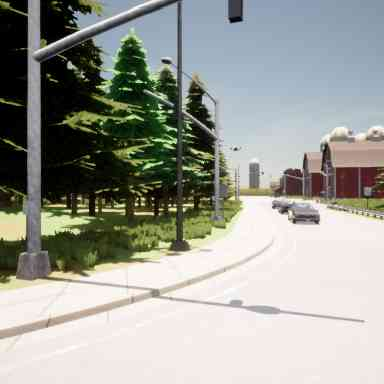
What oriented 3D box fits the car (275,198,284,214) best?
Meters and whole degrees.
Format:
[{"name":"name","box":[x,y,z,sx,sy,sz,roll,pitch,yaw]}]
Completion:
[{"name":"car","box":[10.116,1.601,34.804,1.895,1.301,4.718,0,0,10]}]

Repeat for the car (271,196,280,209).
[{"name":"car","box":[11.786,1.564,44.727,1.994,1.385,4.181,0,0,9]}]

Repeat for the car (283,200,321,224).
[{"name":"car","box":[8.389,1.547,25.308,2.033,1.411,5.357,0,0,10]}]
